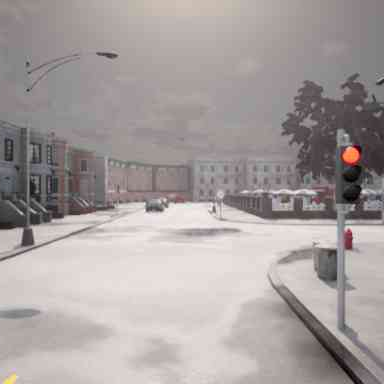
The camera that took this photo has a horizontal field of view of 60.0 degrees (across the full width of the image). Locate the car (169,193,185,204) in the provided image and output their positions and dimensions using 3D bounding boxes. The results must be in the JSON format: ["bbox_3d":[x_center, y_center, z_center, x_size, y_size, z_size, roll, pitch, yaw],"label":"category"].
[{"bbox_3d":[-3.293,1.187,62.650,2.150,2.045,5.566,-1,-1,28],"label":"car"}]

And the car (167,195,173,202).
[{"bbox_3d":[-4.242,1.519,47.298,2.033,1.411,5.357,0,0,-1],"label":"car"}]

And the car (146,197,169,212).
[{"bbox_3d":[-4.188,1.524,38.465,2.033,1.411,5.357,0,0,-1],"label":"car"}]
